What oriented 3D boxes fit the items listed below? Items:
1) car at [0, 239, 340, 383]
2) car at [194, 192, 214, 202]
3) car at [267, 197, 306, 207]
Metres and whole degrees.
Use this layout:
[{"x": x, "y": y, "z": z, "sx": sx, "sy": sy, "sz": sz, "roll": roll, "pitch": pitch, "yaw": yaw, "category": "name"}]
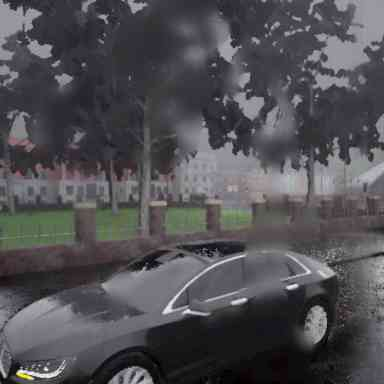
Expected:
[{"x": 0.102, "y": 1.496, "z": 4.653, "sx": 4.892, "sy": 1.490, "sz": 1.837, "roll": 0, "pitch": 0, "yaw": -35, "category": "car"}, {"x": 1.855, "y": 1.000, "z": 51.343, "sx": 2.150, "sy": 2.045, "sz": 5.566, "roll": 0, "pitch": 0, "yaw": -35, "category": "car"}, {"x": 10.909, "y": 1.346, "z": 38.251, "sx": 1.882, "sy": 1.535, "sz": 5.008, "roll": 0, "pitch": 0, "yaw": -35, "category": "car"}]
